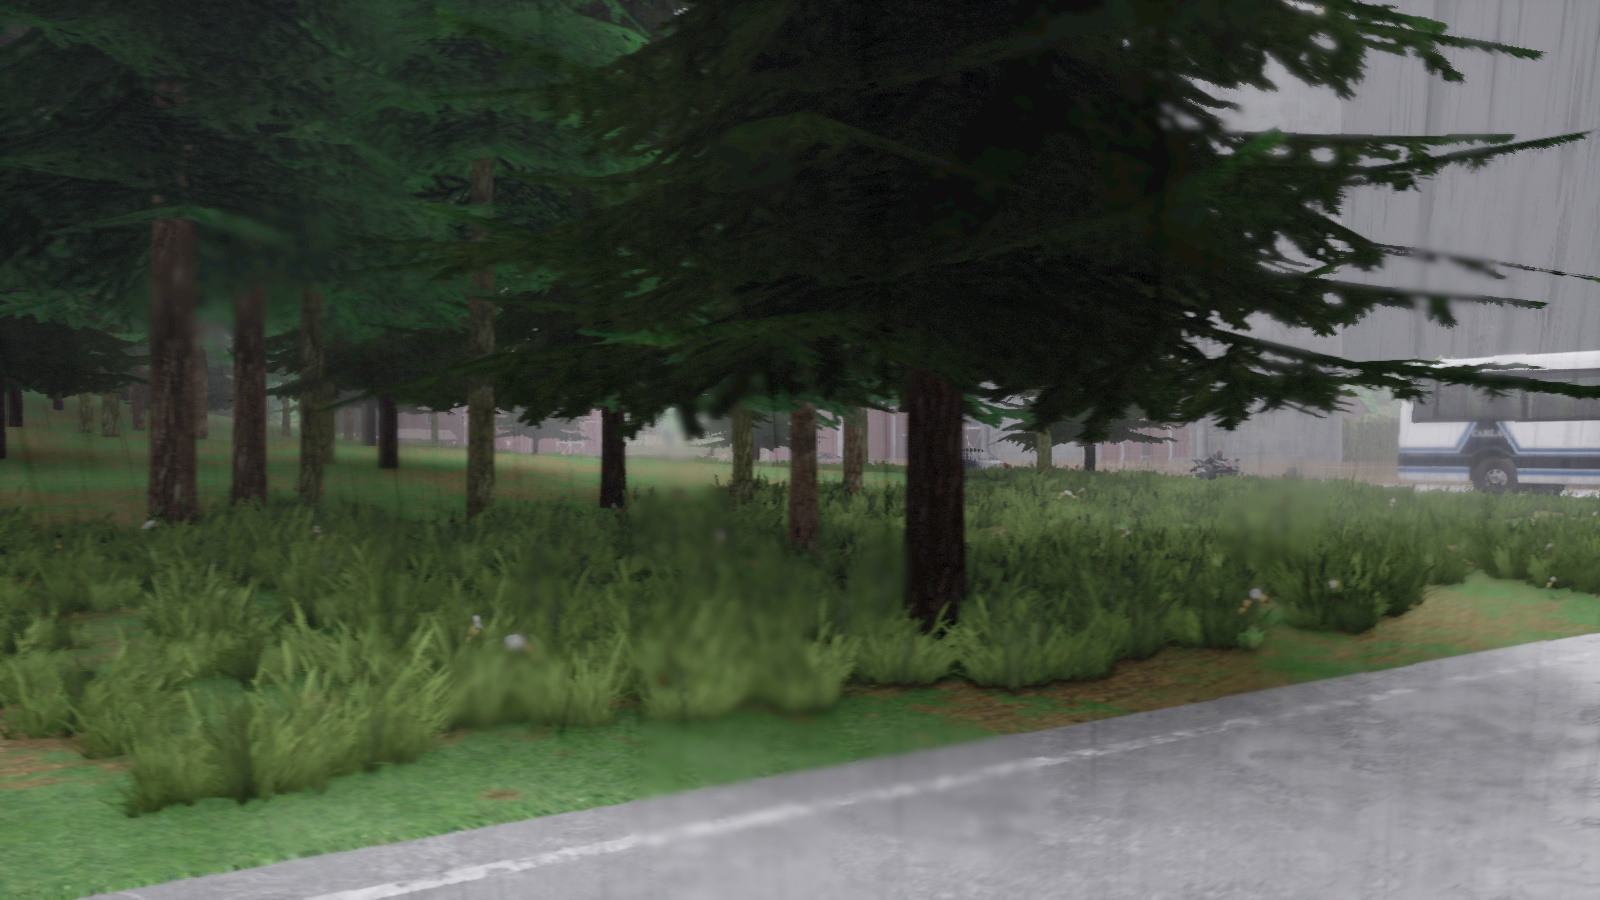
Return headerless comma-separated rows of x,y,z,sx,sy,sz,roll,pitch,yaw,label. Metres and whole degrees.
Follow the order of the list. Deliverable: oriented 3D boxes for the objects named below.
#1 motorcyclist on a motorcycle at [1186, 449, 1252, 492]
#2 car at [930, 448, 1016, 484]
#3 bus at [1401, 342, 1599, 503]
15.164,0.719,45.526,0.866,1.530,2.191,0,0,-34,motorcyclist on a motorcycle
7.743,0.705,56.406,1.789,1.549,3.705,0,0,-34,car
22.604,-0.734,34.616,3.944,4.253,10.273,0,0,-34,bus
